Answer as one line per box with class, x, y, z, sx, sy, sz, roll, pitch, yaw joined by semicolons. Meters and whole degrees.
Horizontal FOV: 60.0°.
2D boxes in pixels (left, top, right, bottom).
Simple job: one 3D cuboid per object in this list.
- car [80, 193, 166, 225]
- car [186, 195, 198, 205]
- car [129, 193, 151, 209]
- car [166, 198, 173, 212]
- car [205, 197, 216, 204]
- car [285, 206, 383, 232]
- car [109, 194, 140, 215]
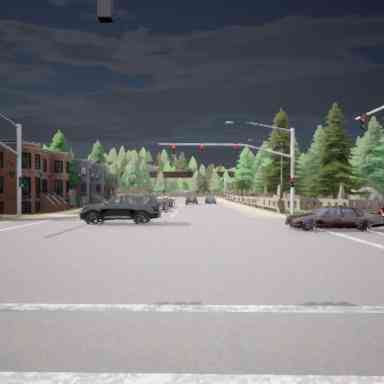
car;-4.889;1.219;23.265;5.566;2.045;2.150;0;0;1
car;-0.054;1.344;60.247;2.097;1.767;4.553;0;0;0
car;-7.110;1.216;45.754;2.150;2.045;5.566;0;0;0
car;-3.595;1.559;38.331;1.994;1.385;4.181;0;0;0
car;3.543;1.555;64.032;1.994;1.385;4.181;0;0;0
car;8.292;1.545;19.411;5.357;1.411;2.033;0;0;0
car;-7.103;1.217;35.636;2.150;2.045;5.566;0;0;0
